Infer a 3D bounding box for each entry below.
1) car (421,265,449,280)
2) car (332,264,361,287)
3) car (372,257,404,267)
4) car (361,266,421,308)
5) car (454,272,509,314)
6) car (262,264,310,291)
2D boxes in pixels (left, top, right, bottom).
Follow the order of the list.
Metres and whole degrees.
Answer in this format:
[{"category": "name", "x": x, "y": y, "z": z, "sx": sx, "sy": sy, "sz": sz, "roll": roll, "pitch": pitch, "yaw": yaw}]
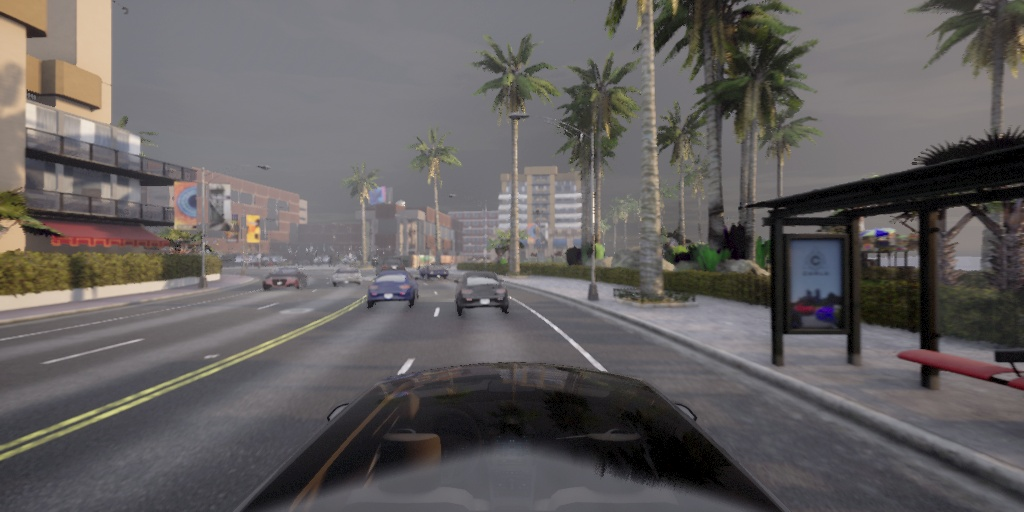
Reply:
[{"category": "car", "x": -7.454, "y": 1.524, "z": 33.639, "sx": 1.895, "sy": 1.301, "sz": 4.718, "roll": 0, "pitch": 0, "yaw": -26}, {"category": "car", "x": -12.286, "y": 1.518, "z": 26.860, "sx": 1.895, "sy": 1.301, "sz": 4.718, "roll": 0, "pitch": 0, "yaw": -23}, {"category": "car", "x": -11.728, "y": 1.168, "z": 34.448, "sx": 2.150, "sy": 2.045, "sz": 5.566, "roll": 0, "pitch": 0, "yaw": -27}, {"category": "car", "x": -5.183, "y": 1.362, "z": 15.921, "sx": 1.812, "sy": 1.442, "sz": 4.674, "roll": 0, "pitch": 0, "yaw": -12}, {"category": "car", "x": -1.269, "y": 1.335, "z": 14.029, "sx": 1.812, "sy": 1.442, "sz": 4.674, "roll": 0, "pitch": 0, "yaw": -9}, {"category": "car", "x": -14.948, "y": 1.480, "z": 23.854, "sx": 1.994, "sy": 1.385, "sz": 4.181, "roll": 0, "pitch": 0, "yaw": -21}]
